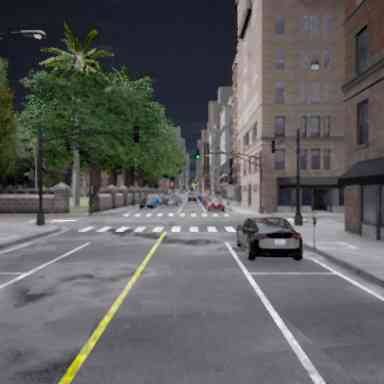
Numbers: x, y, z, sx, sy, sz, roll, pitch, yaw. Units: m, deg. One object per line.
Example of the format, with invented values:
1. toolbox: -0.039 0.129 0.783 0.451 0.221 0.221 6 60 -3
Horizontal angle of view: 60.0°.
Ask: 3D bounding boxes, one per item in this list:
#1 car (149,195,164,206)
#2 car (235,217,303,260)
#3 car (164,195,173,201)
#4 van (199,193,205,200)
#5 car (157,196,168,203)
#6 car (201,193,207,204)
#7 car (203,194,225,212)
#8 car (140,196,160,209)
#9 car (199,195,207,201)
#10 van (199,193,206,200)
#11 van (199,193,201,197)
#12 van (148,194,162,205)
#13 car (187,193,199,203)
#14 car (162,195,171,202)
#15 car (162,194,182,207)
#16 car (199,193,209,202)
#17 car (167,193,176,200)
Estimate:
1. car: -5.823 1.390 54.968 1.967 1.590 4.097 0 0 0
2. car: 2.677 1.551 12.158 1.947 1.339 4.313 0 0 0
3. car: -5.807 1.479 82.004 2.008 1.369 4.403 0 0 0
4. van: 2.726 1.261 92.804 1.690 1.788 3.998 0 0 0
5. car: -5.817 1.524 65.782 1.802 1.307 4.206 0 0 0
6. car: 2.696 1.274 44.130 2.192 1.841 5.009 0 0 0
7. car: 2.693 1.403 38.722 1.967 1.590 4.097 0 0 0
8. car: -5.830 1.525 44.153 1.947 1.339 4.313 0 0 0
9. car: 2.718 1.495 81.988 1.947 1.339 4.313 0 0 0
10. van: 2.722 1.265 87.397 1.690 1.788 3.998 0 0 0
11. van: 2.713 1.278 71.172 1.690 1.788 3.998 0 0 0
12. van: -5.826 1.296 49.559 1.690 1.788 3.998 0 0 0
13. car: 0.043 1.430 69.736 1.837 1.490 4.892 0 0 0
14. car: -5.810 1.478 76.597 1.887 1.381 4.507 0 0 0
15. car: -3.042 1.447 50.005 2.128 1.511 4.902 0 0 0
16. car: 2.716 1.248 76.580 2.192 1.841 5.009 0 0 0
17. car: -5.800 1.235 92.818 2.192 1.841 5.009 0 0 0
